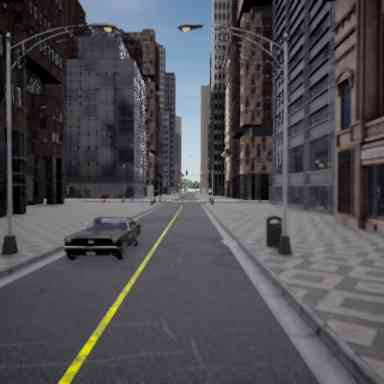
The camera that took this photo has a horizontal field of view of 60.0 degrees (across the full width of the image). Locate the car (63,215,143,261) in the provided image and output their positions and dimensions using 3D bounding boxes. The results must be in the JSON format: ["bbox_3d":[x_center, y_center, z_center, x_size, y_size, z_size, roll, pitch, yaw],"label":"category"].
[{"bbox_3d":[-3.102,1.590,12.441,1.895,1.301,4.718,0,0,0],"label":"car"}]
